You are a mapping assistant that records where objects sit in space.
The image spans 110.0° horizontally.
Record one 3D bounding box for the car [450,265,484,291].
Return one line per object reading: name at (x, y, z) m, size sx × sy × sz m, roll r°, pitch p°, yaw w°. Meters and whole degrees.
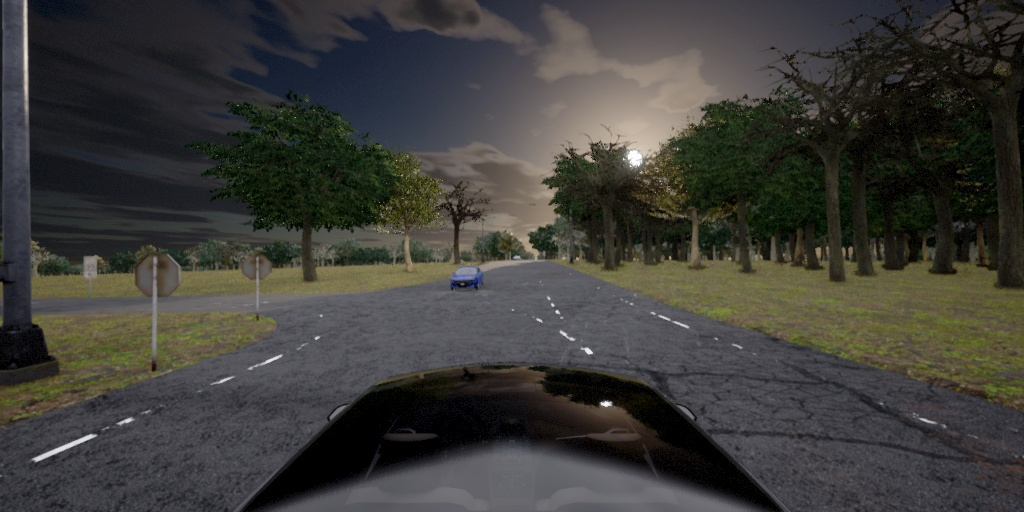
car at (-3.124, 1.450, 25.612) m, size 1.882 × 1.535 × 5.008 m, roll -2°, pitch 2°, yaw 2°
